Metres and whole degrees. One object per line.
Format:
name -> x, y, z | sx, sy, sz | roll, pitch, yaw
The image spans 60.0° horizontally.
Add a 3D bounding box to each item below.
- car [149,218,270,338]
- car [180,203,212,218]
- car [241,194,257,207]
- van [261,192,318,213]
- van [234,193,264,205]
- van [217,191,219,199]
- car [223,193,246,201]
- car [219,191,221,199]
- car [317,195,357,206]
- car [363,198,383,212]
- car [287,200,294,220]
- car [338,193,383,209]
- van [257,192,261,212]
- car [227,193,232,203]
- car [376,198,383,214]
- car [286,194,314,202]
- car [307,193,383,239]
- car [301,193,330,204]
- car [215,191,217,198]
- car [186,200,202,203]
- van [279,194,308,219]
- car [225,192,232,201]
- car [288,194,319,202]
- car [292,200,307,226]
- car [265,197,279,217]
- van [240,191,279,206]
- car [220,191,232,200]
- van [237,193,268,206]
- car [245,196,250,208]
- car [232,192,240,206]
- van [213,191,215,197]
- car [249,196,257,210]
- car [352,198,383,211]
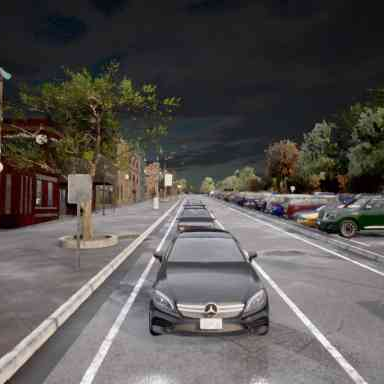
car -> 0.254, 1.524, 6.834 | 1.812, 1.442, 4.674 | 0, 0, 0
car -> 0.196, 1.532, 17.413 | 2.033, 1.411, 5.357 | 0, 0, 0
car -> 9.115, 1.409, 42.274 | 4.892, 1.521, 2.231 | 0, 0, 0
van -> 9.069, 1.230, 31.058 | 4.442, 1.987, 1.878 | 0, 0, 0
van -> 9.147, 1.089, 53.489 | 4.442, 1.987, 1.878 | 0, 1, 0
van -> 8.739, 0.864, 78.715 | 4.442, 1.987, 1.878 | 0, 1, 0
car -> 8.883, 1.039, 70.307 | 4.553, 1.767, 2.185 | 0, 1, 0
car -> 8.905, 0.938, 67.503 | 5.566, 2.045, 2.435 | 0, 1, 0
car -> 22.312, 1.333, 51.314 | 5.366, 1.575, 1.946 | 0, 1, 0
car -> 22.192, 1.469, 37.427 | 4.792, 1.488, 2.163 | 0, 0, 0
car -> 9.247, 1.506, 22.645 | 4.674, 1.452, 2.002 | 0, 0, 0
car -> 22.155, 1.153, 42.983 | 5.566, 2.045, 2.435 | 0, 0, 0
van -> 9.283, 1.222, 33.861 | 4.442, 1.987, 1.878 | 0, 0, 0
car -> 9.005, 1.291, 56.293 | 4.892, 1.521, 2.231 | 0, 1, 0
car -> 22.426, 1.444, 34.657 | 5.366, 1.575, 1.946 | 0, 0, 0
car -> 22.016, 1.188, 67.967 | 4.892, 1.521, 2.231 | 0, 1, 0
car -> 9.255, 1.221, 17.038 | 5.566, 2.045, 2.435 | 0, 0, 0
car -> 22.099, 1.136, 59.640 | 4.553, 1.767, 2.185 | 0, 1, 0
car -> 8.831, 1.065, 81.521 | 5.008, 1.535, 2.097 | 0, 1, 0
car -> 0.225, 1.442, 29.861 | 2.128, 1.511, 4.902 | 0, 0, 0
van -> 9.342, 1.237, 25.449 | 4.442, 1.987, 1.878 | 0, 0, 0
car -> 8.970, 1.280, 61.899 | 4.674, 1.452, 2.002 | 0, 1, 0
car -> 21.844, 1.209, 65.190 | 5.366, 1.575, 1.946 | 0, 0, 0
car -> 9.078, 1.466, 19.841 | 5.366, 1.575, 1.946 | 0, 0, 0
car -> 9.200, 1.460, 28.252 | 5.008, 1.535, 2.097 | 0, 0, 0
van -> 9.205, 1.163, 45.081 | 4.442, 1.987, 1.878 | 0, 0, 0
car -> 8.924, 0.963, 64.700 | 5.566, 2.045, 2.435 | 0, 1, 0
van -> 9.167, 1.114, 50.685 | 4.442, 1.987, 1.878 | 0, 1, 0
car -> 9.125, 1.466, 39.472 | 4.674, 1.452, 2.002 | 0, 0, 0
car -> 9.041, 1.113, 47.880 | 5.566, 2.045, 2.435 | 0, 1, 0
van -> 8.662, 0.764, 89.927 | 4.442, 1.987, 1.878 | 0, 1, 0
car -> 9.176, 1.470, 36.664 | 4.792, 1.488, 2.163 | 0, 0, 0
car -> 22.231, 1.452, 40.211 | 4.792, 1.488, 2.163 | 0, 0, 0
